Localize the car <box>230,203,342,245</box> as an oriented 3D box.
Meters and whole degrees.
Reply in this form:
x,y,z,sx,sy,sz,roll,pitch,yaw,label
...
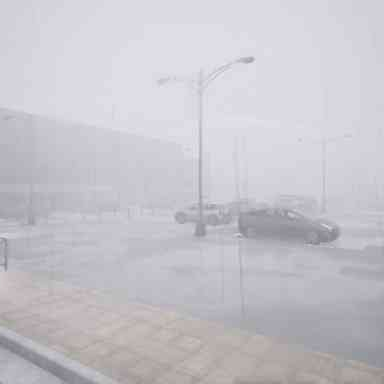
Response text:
x,y,z,sx,sy,sz,roll,pitch,yaw,label
4.378,1.490,15.379,4.514,1.523,2.007,0,0,35,car

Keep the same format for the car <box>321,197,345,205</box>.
x,y,z,sx,sy,sz,roll,pitch,yaw,label
23.710,1.565,56.035,3.633,1.501,1.845,0,0,35,car

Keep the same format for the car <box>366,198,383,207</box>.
x,y,z,sx,sy,sz,roll,pitch,yaw,label
28.055,1.576,49.322,3.806,1.475,1.970,0,0,35,car

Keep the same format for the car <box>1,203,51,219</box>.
x,y,z,sx,sy,sz,roll,pitch,yaw,label
-15.376,1.740,30.987,1.994,1.385,4.181,0,0,35,car

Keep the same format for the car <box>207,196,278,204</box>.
x,y,z,sx,sy,sz,roll,pitch,yaw,label
4.167,1.345,27.866,5.027,1.636,2.152,0,0,35,car

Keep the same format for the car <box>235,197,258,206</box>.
x,y,z,sx,sy,sz,roll,pitch,yaw,label
10.013,1.668,60.538,2.128,1.511,4.902,0,0,35,car

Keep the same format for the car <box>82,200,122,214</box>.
x,y,z,sx,sy,sz,roll,pitch,yaw,label
-10.302,1.681,38.172,1.837,1.490,4.892,0,0,35,car

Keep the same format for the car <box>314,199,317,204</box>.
x,y,z,sx,sy,sz,roll,pitch,yaw,label
12.883,1.289,40.931,4.605,1.855,1.932,0,0,35,car

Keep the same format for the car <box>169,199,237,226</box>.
x,y,z,sx,sy,sz,roll,pitch,yaw,label
0.731,1.424,22.436,3.806,1.475,1.970,0,0,35,car

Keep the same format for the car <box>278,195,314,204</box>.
x,y,z,sx,sy,sz,roll,pitch,yaw,label
11.544,1.269,38.320,3.866,1.878,1.905,0,0,35,car

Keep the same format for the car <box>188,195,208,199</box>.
x,y,z,sx,sy,sz,roll,pitch,yaw,label
1.479,1.398,48.428,2.150,2.045,5.566,0,0,36,car

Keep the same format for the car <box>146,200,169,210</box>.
x,y,z,sx,sy,sz,roll,pitch,yaw,label
-4.523,1.740,46.326,1.994,1.385,4.181,0,0,36,car
